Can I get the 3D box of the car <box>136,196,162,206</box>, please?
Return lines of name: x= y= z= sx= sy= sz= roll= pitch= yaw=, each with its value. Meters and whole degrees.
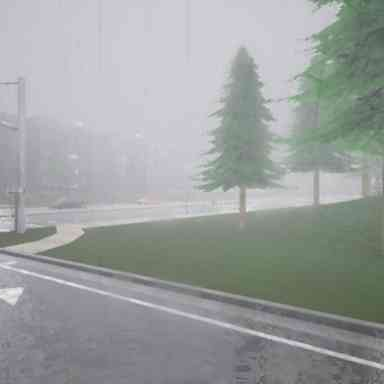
car: x=-6.984 y=1.491 z=54.089 sx=1.882 sy=1.535 sz=5.008 roll=0 pitch=0 yaw=35

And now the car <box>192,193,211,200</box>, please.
car: x=1.941 y=0.983 z=66.677 sx=2.097 sy=1.767 sz=4.553 roll=0 pitch=0 yaw=35

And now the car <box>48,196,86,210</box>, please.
car: x=-15.675 y=1.365 z=41.715 sx=2.097 sy=1.767 sz=4.553 roll=0 pitch=0 yaw=35
